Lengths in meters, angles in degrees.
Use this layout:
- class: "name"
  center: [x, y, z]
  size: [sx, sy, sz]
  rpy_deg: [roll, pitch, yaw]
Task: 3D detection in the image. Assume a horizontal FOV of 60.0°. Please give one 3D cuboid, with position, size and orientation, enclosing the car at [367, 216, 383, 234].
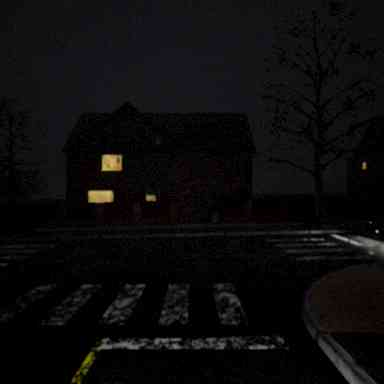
- class: "car"
  center: [10.462, 1.214, 14.090]
  size: [5.357, 1.411, 2.033]
  rpy_deg: [-1, 1, -1]
